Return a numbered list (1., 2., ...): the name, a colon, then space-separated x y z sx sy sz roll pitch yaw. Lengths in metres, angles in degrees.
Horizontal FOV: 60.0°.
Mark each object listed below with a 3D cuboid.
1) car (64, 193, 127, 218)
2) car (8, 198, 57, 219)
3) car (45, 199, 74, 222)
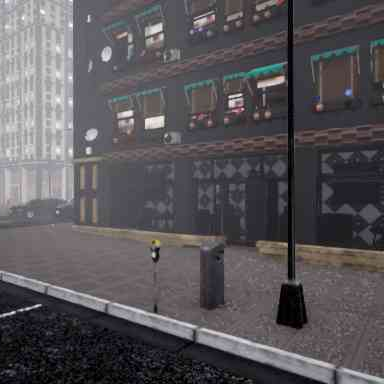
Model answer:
1. car: -7.702 1.023 26.863 2.097 1.767 4.553 0 1 36
2. car: -11.901 1.239 26.400 1.837 1.490 4.892 0 1 35
3. car: -7.336 1.279 22.805 1.947 1.339 4.313 1 1 35
